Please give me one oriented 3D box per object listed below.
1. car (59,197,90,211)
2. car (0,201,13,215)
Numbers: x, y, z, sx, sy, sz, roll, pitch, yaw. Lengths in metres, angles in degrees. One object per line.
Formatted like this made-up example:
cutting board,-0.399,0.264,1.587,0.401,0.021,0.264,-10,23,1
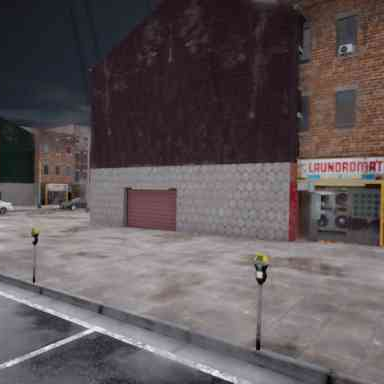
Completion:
car,-13.119,1.344,38.980,1.837,1.490,4.892,1,1,36
car,-19.081,1.403,30.690,1.812,1.442,4.674,1,1,34
